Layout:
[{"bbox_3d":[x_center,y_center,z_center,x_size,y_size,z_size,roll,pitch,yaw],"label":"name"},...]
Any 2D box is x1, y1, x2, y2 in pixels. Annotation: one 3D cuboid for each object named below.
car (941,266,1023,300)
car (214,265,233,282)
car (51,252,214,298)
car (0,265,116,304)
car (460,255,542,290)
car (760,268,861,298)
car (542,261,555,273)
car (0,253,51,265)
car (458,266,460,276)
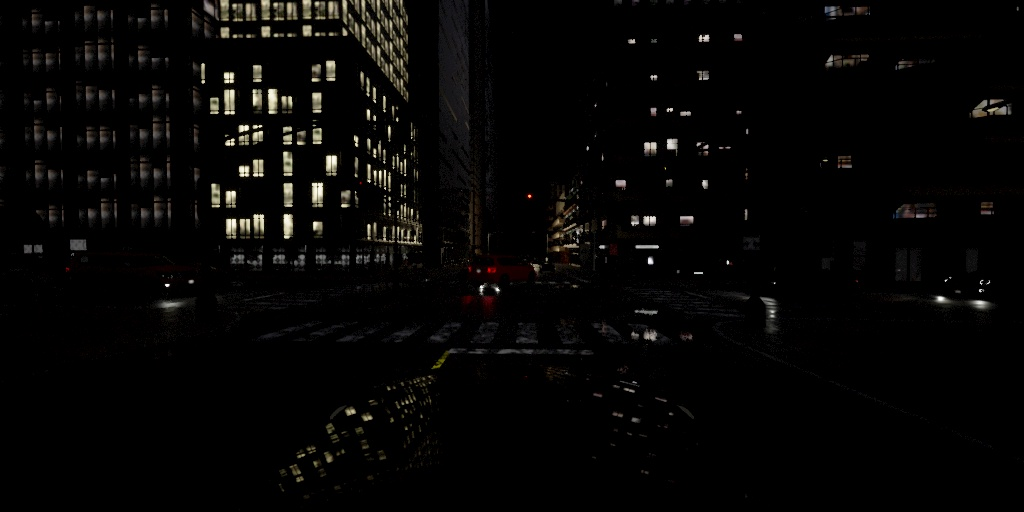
[{"bbox_3d":[25.374,1.290,18.477,4.553,1.767,2.097,0,1,3],"label":"car"},{"bbox_3d":[-20.943,1.030,23.334,4.829,1.417,1.751,0,0,3],"label":"car"},{"bbox_3d":[-18.229,0.843,17.423,5.566,2.045,2.150,1,1,3],"label":"car"},{"bbox_3d":[-19.858,1.205,14.957,4.403,1.370,2.007,0,0,3],"label":"car"},{"bbox_3d":[-0.530,0.965,23.070,2.150,2.045,5.566,1,1,32],"label":"car"},{"bbox_3d":[15.530,1.382,18.975,4.674,1.442,1.812,1,1,4],"label":"car"},{"bbox_3d":[4.103,1.290,42.435,2.007,1.370,4.403,0,0,2],"label":"car"},{"bbox_3d":[-32.875,0.713,23.960,5.009,1.841,2.192,0,0,3],"label":"car"},{"bbox_3d":[-4.478,1.266,36.910,1.751,1.417,4.829,0,0,2],"label":"car"}]
